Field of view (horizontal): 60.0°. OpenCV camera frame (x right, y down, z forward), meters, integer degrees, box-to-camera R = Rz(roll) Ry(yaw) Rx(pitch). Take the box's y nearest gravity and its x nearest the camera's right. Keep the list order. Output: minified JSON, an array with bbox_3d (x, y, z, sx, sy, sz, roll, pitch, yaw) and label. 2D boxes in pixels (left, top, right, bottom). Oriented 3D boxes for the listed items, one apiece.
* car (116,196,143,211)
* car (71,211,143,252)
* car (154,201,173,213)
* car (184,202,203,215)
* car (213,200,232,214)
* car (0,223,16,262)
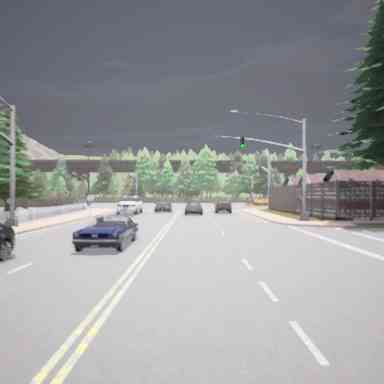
[{"bbox_3d":[-6.965,1.473,37.745,2.150,2.045,5.566,0,-1,1],"label":"car"},{"bbox_3d":[-3.568,1.696,14.437,1.895,1.301,4.718,0,0,0],"label":"car"},{"bbox_3d":[-3.432,1.831,40.427,1.994,1.385,4.181,0,0,1],"label":"car"},{"bbox_3d":[0.183,1.805,36.495,1.994,1.385,4.181,0,0,0],"label":"car"},{"bbox_3d":[3.704,1.769,39.944,1.837,1.490,4.892,0,0,1],"label":"car"},{"bbox_3d":[-7.079,1.556,9.690,2.128,1.511,4.902,0,0,0],"label":"car"}]
